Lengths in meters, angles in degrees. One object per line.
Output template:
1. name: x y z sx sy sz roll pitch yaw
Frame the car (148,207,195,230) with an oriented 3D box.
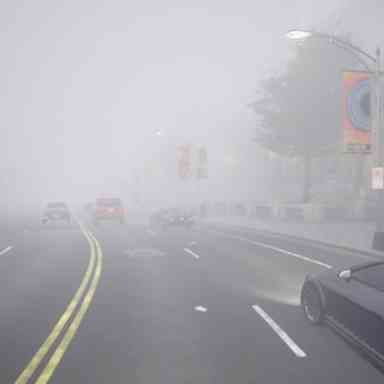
1. car: -1.528 1.700 22.429 2.033 1.411 5.357 0 0 -21

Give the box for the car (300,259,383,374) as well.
1. car: 3.113 1.570 4.511 1.994 1.385 4.181 0 0 -5

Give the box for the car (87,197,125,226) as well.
1. car: -6.652 1.432 25.902 2.150 2.045 5.566 0 -1 -21

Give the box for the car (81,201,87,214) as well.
1. car: -12.181 1.819 40.056 1.882 1.535 5.008 0 0 -21

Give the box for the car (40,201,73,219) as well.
1. car: -9.993 1.447 24.648 1.837 1.490 4.892 0 0 -21
